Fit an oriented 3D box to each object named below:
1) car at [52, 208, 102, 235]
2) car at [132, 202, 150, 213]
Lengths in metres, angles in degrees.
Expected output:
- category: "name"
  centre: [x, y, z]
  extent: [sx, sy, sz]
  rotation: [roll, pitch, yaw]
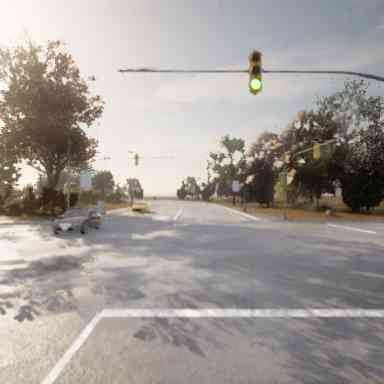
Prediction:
- category: "car"
  centre: [-7.003, 1.776, 20.767]
  extent: [2.128, 1.511, 4.902]
  rotation: [0, -1, 0]
- category: "car"
  centre: [-7.009, 2.088, 45.708]
  extent: [1.882, 1.535, 5.008]
  rotation: [0, -1, 0]
